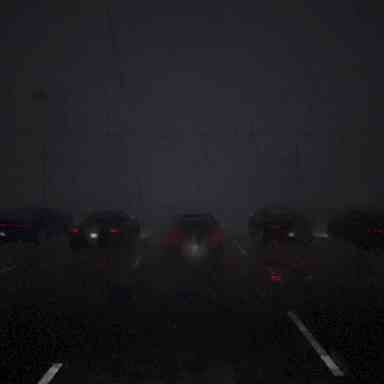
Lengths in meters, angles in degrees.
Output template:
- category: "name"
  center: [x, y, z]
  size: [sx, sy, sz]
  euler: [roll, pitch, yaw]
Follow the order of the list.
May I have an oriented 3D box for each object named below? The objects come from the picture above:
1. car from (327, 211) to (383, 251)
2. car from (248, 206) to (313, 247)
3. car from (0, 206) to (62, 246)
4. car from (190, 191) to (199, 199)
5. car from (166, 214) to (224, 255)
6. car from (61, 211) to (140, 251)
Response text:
- category: "car"
  center: [7.146, 1.452, 13.544]
  size: [1.994, 1.385, 4.181]
  euler: [0, 1, 1]
- category: "car"
  center: [3.660, 1.357, 14.511]
  size: [1.882, 1.535, 5.008]
  euler: [0, 1, 1]
- category: "car"
  center: [-6.839, 1.356, 14.591]
  size: [1.882, 1.535, 5.008]
  euler: [0, 1, 1]
- category: "car"
  center: [0.578, 0.841, 77.086]
  size: [1.882, 1.535, 5.008]
  euler: [0, 0, 0]
- category: "car"
  center: [0.130, 1.494, 12.806]
  size: [1.895, 1.301, 4.718]
  euler: [0, 0, 1]
- category: "car"
  center: [-3.358, 1.452, 13.483]
  size: [1.994, 1.385, 4.181]
  euler: [0, 1, 1]
